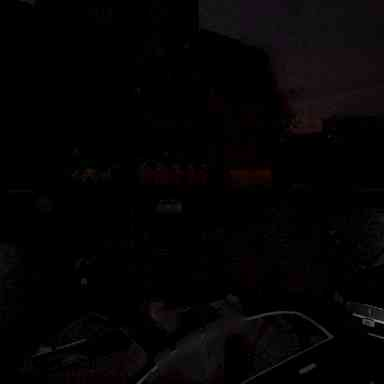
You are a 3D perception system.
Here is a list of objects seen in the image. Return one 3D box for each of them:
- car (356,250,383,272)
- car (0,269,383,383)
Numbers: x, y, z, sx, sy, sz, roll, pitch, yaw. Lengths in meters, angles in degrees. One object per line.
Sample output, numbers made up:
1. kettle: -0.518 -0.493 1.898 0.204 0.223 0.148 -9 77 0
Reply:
1. car: 4.188 1.549 5.817 4.403 1.369 2.008 0 -2 -35
2. car: -0.251 1.550 2.656 4.403 1.369 2.008 0 -2 -35
